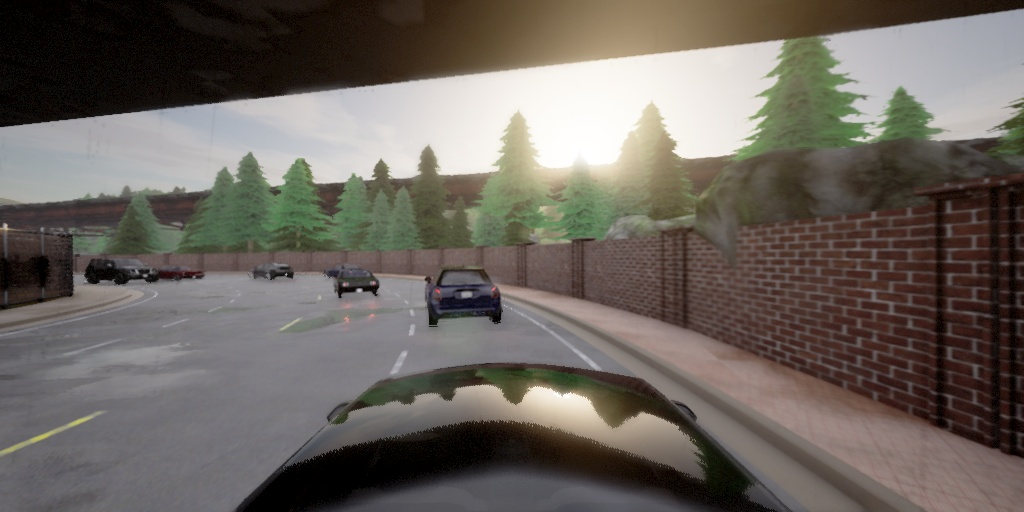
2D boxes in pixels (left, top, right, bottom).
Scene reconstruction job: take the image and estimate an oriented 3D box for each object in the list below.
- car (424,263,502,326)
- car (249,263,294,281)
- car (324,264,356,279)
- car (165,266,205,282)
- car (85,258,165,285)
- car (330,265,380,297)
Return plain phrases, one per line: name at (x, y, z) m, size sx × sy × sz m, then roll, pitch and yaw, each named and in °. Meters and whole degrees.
car at (-1.773, 1.078, 11.889) m, size 2.097 × 1.767 × 4.553 m, roll -1°, pitch 0°, yaw -15°
car at (-21.388, 1.351, 31.907) m, size 4.892 × 1.490 × 1.837 m, roll 0°, pitch 0°, yaw 31°
car at (-14.742, 1.379, 31.674) m, size 4.718 × 1.301 × 1.895 m, roll 0°, pitch 0°, yaw 39°
car at (-29.415, 1.533, 31.479) m, size 4.718 × 1.301 × 1.895 m, roll -1°, pitch 0°, yaw 17°
car at (-30.763, 1.180, 28.279) m, size 5.566 × 2.045 × 2.150 m, roll -1°, pitch 0°, yaw 17°
car at (-8.405, 1.366, 19.122) m, size 1.895 × 1.301 × 4.718 m, roll -1°, pitch 0°, yaw -29°
